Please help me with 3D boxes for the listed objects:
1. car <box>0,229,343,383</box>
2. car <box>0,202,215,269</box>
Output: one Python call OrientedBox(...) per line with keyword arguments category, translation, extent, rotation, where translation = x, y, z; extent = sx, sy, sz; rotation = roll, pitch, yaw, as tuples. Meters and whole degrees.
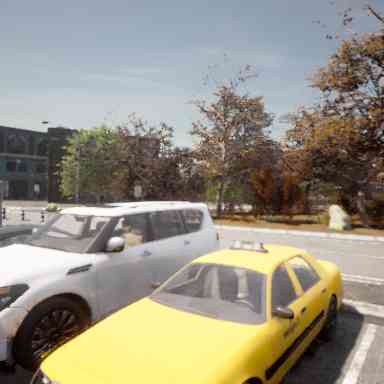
OrientedBox(category="car", translation=(0.625, 1.482, 4.473), extent=(1.946, 1.575, 5.366), rotation=(0, 0, 35))
OrientedBox(category="car", translation=(-1.545, 1.241, 6.213), extent=(2.435, 2.045, 5.566), rotation=(0, 0, 35))
